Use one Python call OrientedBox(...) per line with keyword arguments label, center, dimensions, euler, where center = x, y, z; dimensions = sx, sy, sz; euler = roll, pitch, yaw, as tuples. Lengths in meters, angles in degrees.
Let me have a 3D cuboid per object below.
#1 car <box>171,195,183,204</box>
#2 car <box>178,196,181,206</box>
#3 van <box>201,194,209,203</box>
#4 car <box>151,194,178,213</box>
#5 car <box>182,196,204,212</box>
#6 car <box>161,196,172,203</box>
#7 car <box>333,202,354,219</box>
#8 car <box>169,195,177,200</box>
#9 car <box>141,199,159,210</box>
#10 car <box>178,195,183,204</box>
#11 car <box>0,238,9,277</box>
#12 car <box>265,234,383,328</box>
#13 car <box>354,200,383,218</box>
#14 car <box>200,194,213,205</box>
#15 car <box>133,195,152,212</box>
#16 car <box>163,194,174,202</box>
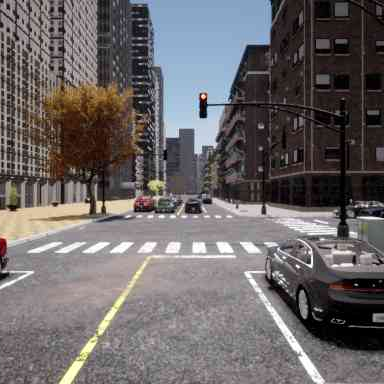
OrientedBox(label="car", center=(-2.889, 1.402, 65.096), dimensions=(2.097, 1.767, 4.553), euler=(0, 0, 1))
OrientedBox(label="car", center=(-2.990, 1.629, 45.979), dimensions=(1.895, 1.301, 4.718), euler=(0, 0, 0))
OrientedBox(label="van", center=(2.860, 1.402, 72.431), dimensions=(1.690, 1.788, 3.998), euler=(0, 0, 0))
OrientedBox(label="car", center=(-2.985, 1.371, 36.995), dimensions=(2.097, 1.767, 4.553), euler=(0, 0, -1))
OrientedBox(label="car", center=(0.167, 1.527, 38.505), dimensions=(1.837, 1.490, 4.892), euler=(0, 0, 0))
OrientedBox(label="car", center=(-5.521, 1.627, 72.451), dimensions=(1.947, 1.339, 4.313), euler=(0, 0, 0))
OrientedBox(label="car", center=(13.487, 1.350, 26.286), dimensions=(4.403, 1.369, 2.008), euler=(-1, 1, 0))
OrientedBox(label="car", center=(-5.469, 1.654, 94.542), dimensions=(2.008, 1.369, 4.403), euler=(0, 0, 0))
OrientedBox(label="car", center=(-5.586, 1.592, 44.836), dimensions=(1.947, 1.339, 4.313), euler=(0, 0, 0))
OrientedBox(label="car", center=(-2.959, 1.529, 55.291), dimensions=(2.128, 1.511, 4.902), euler=(0, 0, 0))
OrientedBox(label="car", center=(-5.675, 1.545, 6.925), dimensions=(1.887, 1.381, 4.507), euler=(0, 0, 0))
OrientedBox(label="car", center=(2.705, 1.551, 6.905), dimensions=(2.008, 1.369, 4.403), euler=(0, 0, 0))
OrientedBox(label="car", center=(14.936, 1.327, 23.691), dimensions=(5.357, 1.411, 2.033), euler=(-1, 0, 3))
OrientedBox(label="car", center=(2.834, 1.611, 61.384), dimensions=(1.947, 1.339, 4.313), euler=(0, 0, 0))
OrientedBox(label="car", center=(-5.600, 1.336, 39.313), dimensions=(2.192, 1.841, 5.009), euler=(0, 0, 0))
OrientedBox(label="car", center=(-5.508, 1.386, 77.973), dimensions=(2.192, 1.841, 5.009), euler=(0, 0, 0))
